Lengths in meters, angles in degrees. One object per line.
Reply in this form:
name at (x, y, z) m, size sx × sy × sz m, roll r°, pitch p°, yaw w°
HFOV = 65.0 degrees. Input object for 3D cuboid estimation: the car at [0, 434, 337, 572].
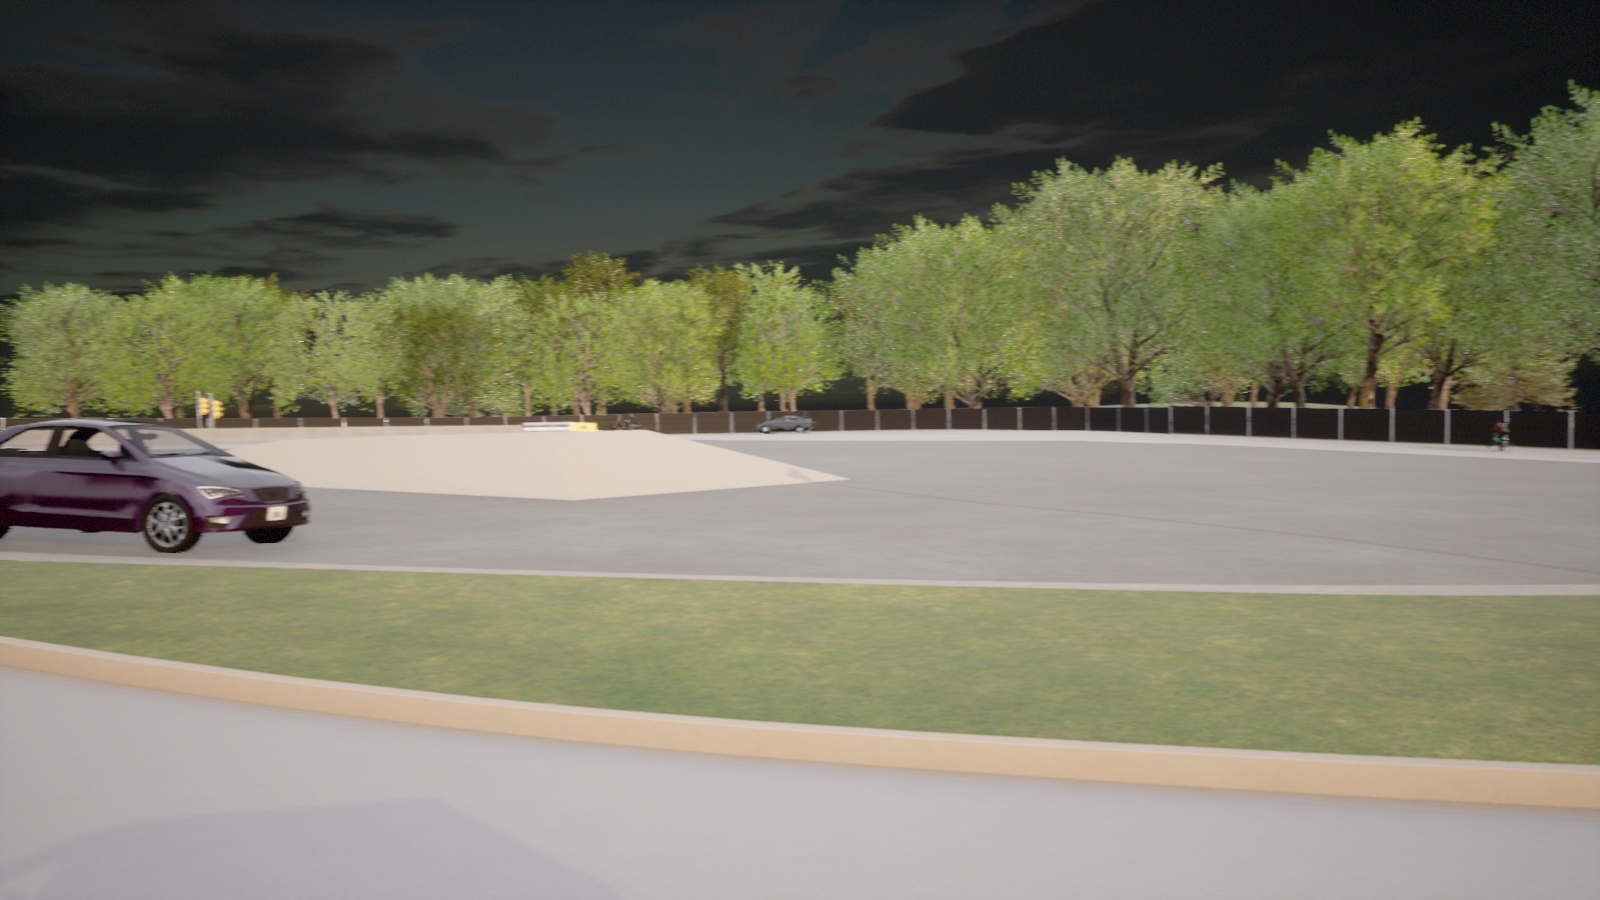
car at (-7.902, 0.552, 15.007) m, size 4.193 × 1.474 × 1.816 m, roll 0°, pitch 1°, yaw 17°
